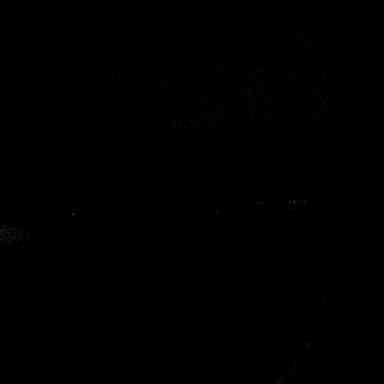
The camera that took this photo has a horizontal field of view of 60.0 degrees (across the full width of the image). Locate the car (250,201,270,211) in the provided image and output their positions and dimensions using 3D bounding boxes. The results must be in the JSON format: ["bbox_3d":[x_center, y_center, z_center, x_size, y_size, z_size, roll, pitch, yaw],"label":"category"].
[{"bbox_3d":[10.267,2.092,49.704,1.812,1.442,4.674,-1,-1,30],"label":"car"}]

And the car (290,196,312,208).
[{"bbox_3d":[19.464,1.796,58.364,2.150,2.045,5.566,-1,-1,31],"label":"car"}]

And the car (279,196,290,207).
[{"bbox_3d":[18.447,1.873,63.635,2.150,2.045,5.566,-1,0,30],"label":"car"}]

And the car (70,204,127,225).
[{"bbox_3d":[-7.911,1.842,28.037,4.553,1.767,2.097,-1,-1,11],"label":"car"}]
